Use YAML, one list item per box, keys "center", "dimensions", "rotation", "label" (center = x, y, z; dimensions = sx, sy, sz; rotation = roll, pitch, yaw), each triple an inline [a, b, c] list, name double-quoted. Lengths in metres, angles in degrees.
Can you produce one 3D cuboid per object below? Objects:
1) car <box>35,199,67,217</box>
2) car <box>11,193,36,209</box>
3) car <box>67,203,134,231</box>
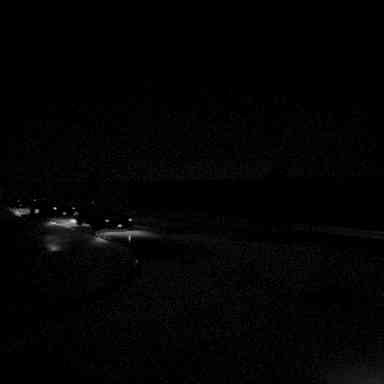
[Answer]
- center: [-11.292, 1.340, 27.753]
  dimensions: [1.895, 1.301, 4.718]
  rotation: [1, 0, -38]
  label: "car"
- center: [-18.935, 0.942, 37.555]
  dimensions: [2.097, 1.767, 4.553]
  rotation: [1, 0, -38]
  label: "car"
- center: [-5.490, 1.401, 20.024]
  dimensions: [2.033, 1.411, 5.357]
  rotation: [1, 0, -38]
  label: "car"
